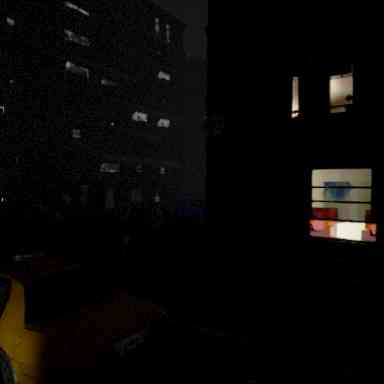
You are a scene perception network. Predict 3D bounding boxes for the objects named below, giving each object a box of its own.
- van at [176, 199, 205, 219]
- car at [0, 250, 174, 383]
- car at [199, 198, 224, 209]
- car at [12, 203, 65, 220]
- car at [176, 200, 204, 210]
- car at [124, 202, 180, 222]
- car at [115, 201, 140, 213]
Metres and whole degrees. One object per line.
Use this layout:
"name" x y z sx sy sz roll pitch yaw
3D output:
"van" -0.044 1.642 33.087 1.690 1.788 3.998 1 0 36
"car" -2.503 1.523 4.805 4.829 1.417 1.752 0 1 36
"car" 3.039 1.736 51.432 1.967 1.590 4.097 1 0 36
"car" -13.348 1.619 29.139 2.008 1.369 4.403 1 0 36
"car" -0.240 1.833 46.973 1.802 1.307 4.206 1 0 36
"car" -3.324 1.821 28.628 1.947 1.339 4.313 1 0 36
"car" -6.793 1.705 38.056 1.887 1.381 4.507 1 0 36
